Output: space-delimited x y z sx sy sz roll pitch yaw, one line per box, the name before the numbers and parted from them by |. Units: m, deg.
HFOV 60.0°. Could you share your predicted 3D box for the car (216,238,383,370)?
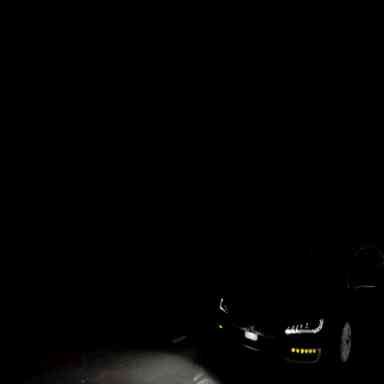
car | 2.427 1.701 6.201 1.837 1.490 4.892 -2 -2 43
